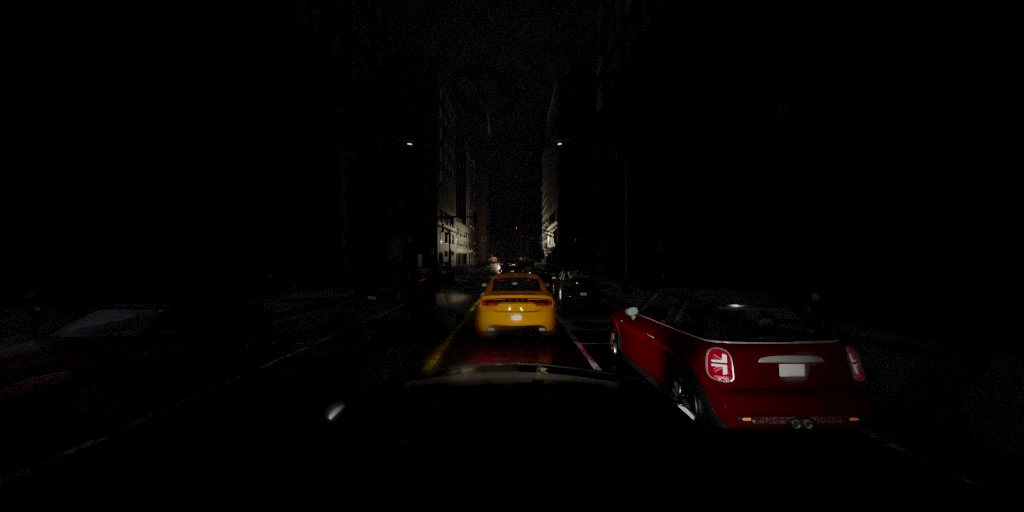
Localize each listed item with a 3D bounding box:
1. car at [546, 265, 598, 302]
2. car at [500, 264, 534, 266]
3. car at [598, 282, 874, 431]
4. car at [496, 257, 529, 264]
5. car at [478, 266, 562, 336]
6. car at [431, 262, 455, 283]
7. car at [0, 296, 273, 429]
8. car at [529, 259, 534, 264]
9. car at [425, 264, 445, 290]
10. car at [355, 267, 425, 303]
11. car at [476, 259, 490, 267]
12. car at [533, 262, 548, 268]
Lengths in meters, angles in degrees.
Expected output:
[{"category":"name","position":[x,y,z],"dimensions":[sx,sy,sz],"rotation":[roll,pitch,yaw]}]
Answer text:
[{"category":"car","position":[2.885,1.301,16.601],"dimensions":[2.007,1.370,4.403],"rotation":[0,0,0]},{"category":"car","position":[0.135,1.315,19.475],"dimensions":[1.994,1.385,4.181],"rotation":[0,0,0]},{"category":"car","position":[2.864,1.190,5.599],"dimensions":[1.967,1.591,4.097],"rotation":[0,0,0]},{"category":"car","position":[0.081,1.105,28.207],"dimensions":[2.097,1.767,4.553],"rotation":[0,0,1]},{"category":"car","position":[0.114,1.228,10.487],"dimensions":[1.882,1.535,5.008],"rotation":[0,0,0]},{"category":"car","position":[-5.619,1.193,27.621],"dimensions":[1.967,1.591,4.097],"rotation":[0,0,0]},{"category":"car","position":[-5.661,1.332,5.616],"dimensions":[1.802,1.307,4.207],"rotation":[0,0,0]},{"category":"car","position":[3.013,1.232,64.693],"dimensions":[1.967,1.591,4.097],"rotation":[0,0,0]},{"category":"car","position":[-5.630,1.334,22.119],"dimensions":[1.802,1.307,4.207],"rotation":[0,0,0]},{"category":"car","position":[-5.640,1.317,16.618],"dimensions":[1.948,1.339,4.313],"rotation":[0,0,0]},{"category":"car","position":[-5.512,1.375,64.722],"dimensions":[1.802,1.307,4.207],"rotation":[0,0,0]},{"category":"car","position":[2.907,1.319,27.604],"dimensions":[1.948,1.339,4.313],"rotation":[0,0,0]}]
